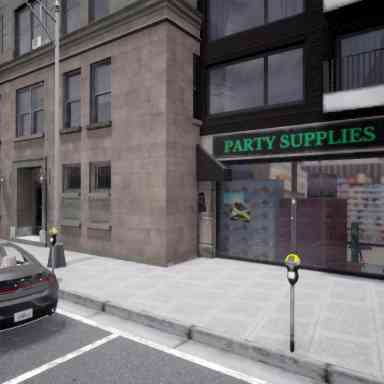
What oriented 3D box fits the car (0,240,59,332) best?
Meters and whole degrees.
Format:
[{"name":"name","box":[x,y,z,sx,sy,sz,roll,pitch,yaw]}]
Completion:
[{"name":"car","box":[-4.216,1.551,6.090,4.403,1.369,2.008,0,0,36]}]
